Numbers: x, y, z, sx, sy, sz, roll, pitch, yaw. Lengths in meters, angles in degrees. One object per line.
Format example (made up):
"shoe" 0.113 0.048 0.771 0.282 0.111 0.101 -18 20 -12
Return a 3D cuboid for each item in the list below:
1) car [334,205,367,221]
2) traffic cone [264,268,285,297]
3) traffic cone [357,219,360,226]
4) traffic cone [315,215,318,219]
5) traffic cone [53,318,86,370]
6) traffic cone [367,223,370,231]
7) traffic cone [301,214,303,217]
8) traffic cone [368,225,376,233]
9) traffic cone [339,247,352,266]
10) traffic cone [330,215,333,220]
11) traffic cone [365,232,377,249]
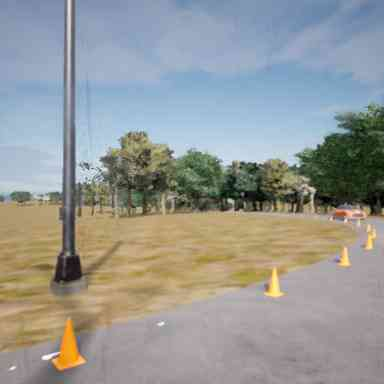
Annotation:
"car" 17.632 2.252 37.239 2.097 1.767 4.553 0 -2 3
"traffic cone" 1.890 2.038 7.605 0.340 0.580 0.340 1 -1 -44
"traffic cone" 13.852 2.553 27.630 0.340 0.580 0.340 0 -2 16
"traffic cone" 15.562 3.026 41.682 0.340 0.580 0.340 0 -2 -1
"traffic cone" -1.661 2.001 4.497 0.340 0.580 0.340 0 -1 -38
"traffic cone" 12.325 2.432 23.168 0.340 0.580 0.340 0 -2 22
"traffic cone" 15.429 3.220 46.614 0.340 0.580 0.340 0 -2 -2
"traffic cone" 10.342 2.322 18.889 0.340 0.580 0.340 0 -2 28
"traffic cone" 5.097 2.116 11.066 0.340 0.580 0.340 -1 -2 40
"traffic cone" 15.473 2.851 36.910 0.340 0.580 0.340 0 -2 4
"traffic cone" 7.924 2.217 14.841 0.340 0.580 0.340 -1 -2 34
